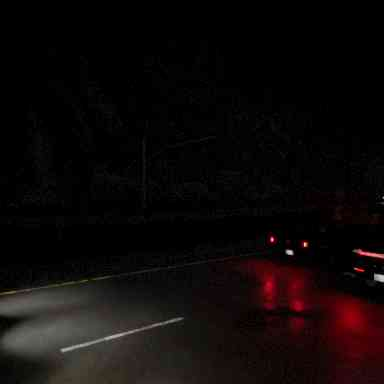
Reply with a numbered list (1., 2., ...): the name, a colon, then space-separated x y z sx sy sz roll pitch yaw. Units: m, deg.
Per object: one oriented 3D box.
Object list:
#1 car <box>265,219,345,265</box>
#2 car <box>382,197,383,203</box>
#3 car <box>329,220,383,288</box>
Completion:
1. car: 4.839 1.589 11.666 4.718 1.301 1.895 0 0 -36
2. car: 37.298 1.066 61.879 4.553 1.767 2.097 0 0 -36
3. car: 5.699 1.482 7.961 4.902 1.511 2.128 0 0 -36
